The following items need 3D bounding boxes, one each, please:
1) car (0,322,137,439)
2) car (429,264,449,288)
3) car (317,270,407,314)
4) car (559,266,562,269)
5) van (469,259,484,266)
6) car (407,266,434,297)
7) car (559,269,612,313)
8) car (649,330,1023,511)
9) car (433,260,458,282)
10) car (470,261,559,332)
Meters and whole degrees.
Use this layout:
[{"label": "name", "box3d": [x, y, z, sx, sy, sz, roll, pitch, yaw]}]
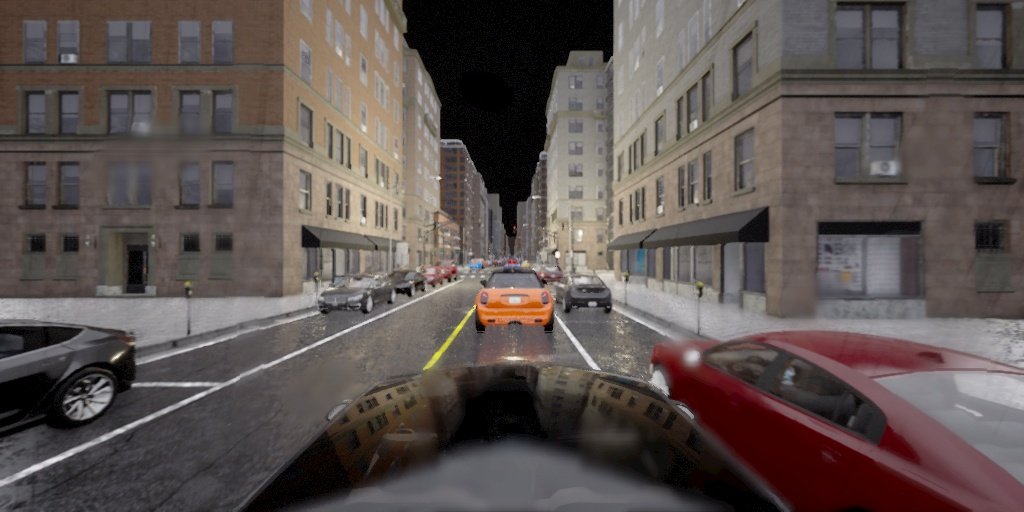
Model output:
[{"label": "car", "box3d": [-5.858, 1.323, 2.998, 1.948, 1.339, 4.313, 0, 0, 0]}, {"label": "car", "box3d": [-5.857, 1.459, 25.092, 1.802, 1.307, 4.207, 0, 0, 0]}, {"label": "car", "box3d": [-5.858, 1.368, 14.045, 2.007, 1.370, 4.403, 0, 0, 0]}, {"label": "car", "box3d": [2.669, 1.317, 25.118, 1.967, 1.591, 4.097, 0, 0, 0]}, {"label": "van", "box3d": [-5.855, 1.389, 57.563, 1.690, 1.789, 3.998, 0, 0, 0]}, {"label": "car", "box3d": [-5.857, 1.413, 19.569, 1.948, 1.339, 4.313, 0, 0, 0]}, {"label": "car", "box3d": [2.668, 1.368, 14.067, 2.007, 1.370, 4.403, 0, 0, 0]}, {"label": "car", "box3d": [2.668, 1.302, 3.017, 1.888, 1.381, 4.507, 0, 0, 0]}, {"label": "car", "box3d": [-5.857, 1.221, 30.616, 2.192, 1.841, 5.009, 0, 0, 0]}, {"label": "car", "box3d": [0.048, 1.155, 11.263, 2.097, 1.767, 4.553, 0, 0, -1]}]
